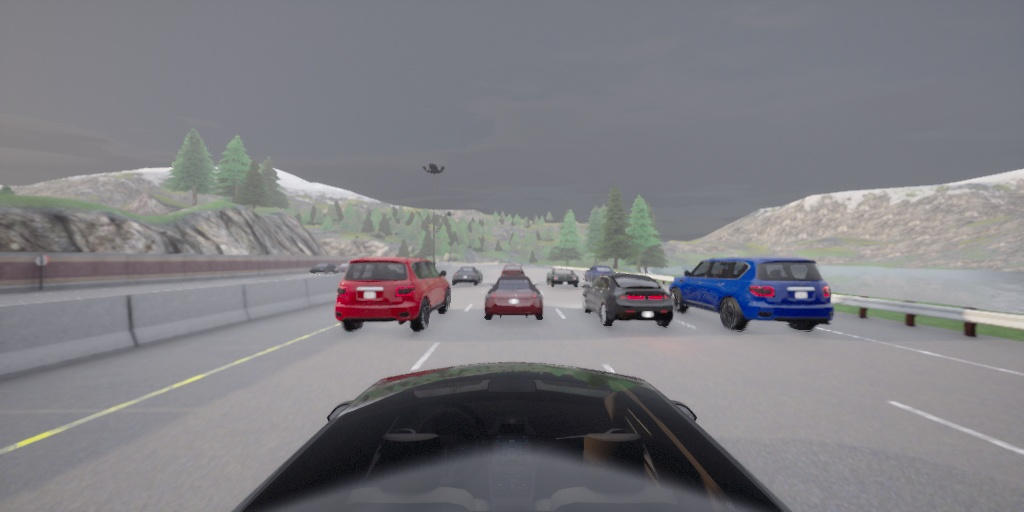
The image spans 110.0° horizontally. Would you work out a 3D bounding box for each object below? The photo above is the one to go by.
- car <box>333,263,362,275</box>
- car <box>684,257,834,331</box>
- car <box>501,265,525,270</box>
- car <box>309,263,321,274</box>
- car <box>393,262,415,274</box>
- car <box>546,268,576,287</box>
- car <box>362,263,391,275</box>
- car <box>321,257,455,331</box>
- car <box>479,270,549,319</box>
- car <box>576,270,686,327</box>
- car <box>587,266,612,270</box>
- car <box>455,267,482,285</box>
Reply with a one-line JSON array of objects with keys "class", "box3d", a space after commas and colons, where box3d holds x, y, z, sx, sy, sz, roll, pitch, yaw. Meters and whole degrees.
[{"class": "car", "box3d": [-21.378, 1.619, 46.749, 1.812, 1.442, 4.674, 0, 0, -3]}, {"class": "car", "box3d": [7.061, 1.048, 11.410, 2.150, 2.045, 5.566, 0, 0, 0]}, {"class": "car", "box3d": [0.072, 1.439, 29.544, 1.882, 1.535, 5.008, 0, 0, 0]}, {"class": "car", "box3d": [-24.906, 1.649, 47.834, 2.033, 1.411, 5.357, 0, 0, -3]}, {"class": "car", "box3d": [-14.455, 1.608, 48.307, 1.837, 1.490, 4.892, 0, 0, -3]}, {"class": "car", "box3d": [3.556, 1.536, 26.076, 1.895, 1.301, 4.718, 0, 0, 0]}, {"class": "car", "box3d": [-17.877, 1.646, 47.460, 2.033, 1.411, 5.357, 0, 0, -3]}, {"class": "car", "box3d": [-3.438, 1.048, 11.416, 2.150, 2.045, 5.566, 0, 0, 1]}, {"class": "car", "box3d": [0.071, 1.402, 13.216, 1.994, 1.385, 4.181, 0, 0, 0]}, {"class": "car", "box3d": [3.563, 1.329, 11.787, 1.837, 1.490, 4.892, 0, -1, 0]}, {"class": "car", "box3d": [7.067, 1.482, 28.808, 1.812, 1.442, 4.674, 0, 0, 0]}, {"class": "car", "box3d": [-3.432, 1.517, 28.320, 1.994, 1.385, 4.181, 0, 0, 0]}]
